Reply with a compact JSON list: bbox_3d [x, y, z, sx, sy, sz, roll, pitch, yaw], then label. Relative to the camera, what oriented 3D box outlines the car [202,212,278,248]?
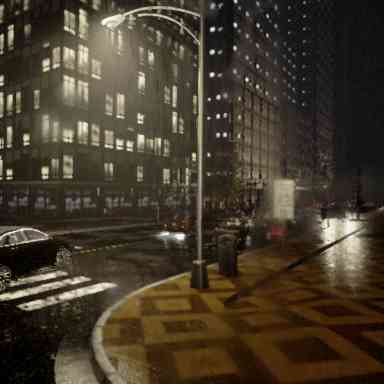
[{"bbox_3d":[2.678,1.951,17.086,2.008,1.369,4.403,0,-1,34],"label":"car"}]

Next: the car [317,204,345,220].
[{"bbox_3d":[15.233,2.286,35.837,1.947,1.339,4.313,0,-1,34],"label":"car"}]

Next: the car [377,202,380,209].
[{"bbox_3d":[34.228,2.762,63.859,1.947,1.339,4.313,0,-1,34],"label":"car"}]

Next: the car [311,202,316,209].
[{"bbox_3d":[24.126,2.625,63.892,1.802,1.307,4.206,0,-1,34],"label":"car"}]

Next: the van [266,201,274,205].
[{"bbox_3d":[11.467,2.067,45.219,1.690,1.788,3.998,0,-1,34],"label":"van"}]

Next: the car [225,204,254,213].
[{"bbox_3d":[5.137,2.006,35.879,1.967,1.590,4.097,0,-1,34],"label":"car"}]

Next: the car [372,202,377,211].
[{"bbox_3d":[31.063,2.558,59.190,1.967,1.590,4.097,0,-1,34],"label":"car"}]

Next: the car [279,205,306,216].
[{"bbox_3d":[12.903,2.331,42.608,1.895,1.301,4.718,1,0,35],"label":"car"}]

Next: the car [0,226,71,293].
[{"bbox_3d":[-5.301,1.720,9.578,2.128,1.511,4.902,0,0,7],"label":"car"}]

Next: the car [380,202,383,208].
[{"bbox_3d":[40.560,2.920,73.200,1.947,1.339,4.313,0,-1,34],"label":"car"}]

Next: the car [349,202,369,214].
[{"bbox_3d":[24.731,2.525,49.848,1.947,1.339,4.313,0,-1,34],"label":"car"}]

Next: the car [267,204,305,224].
[{"bbox_3d":[8.764,2.092,30.902,1.837,1.490,4.892,1,-1,34],"label":"car"}]

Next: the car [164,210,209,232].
[{"bbox_3d":[-0.080,1.965,23.549,1.994,1.385,4.181,1,0,34],"label":"car"}]

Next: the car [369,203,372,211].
[{"bbox_3d":[27.896,2.620,54.519,1.802,1.307,4.206,0,-1,34],"label":"car"}]

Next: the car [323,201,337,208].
[{"bbox_3d":[30.456,2.767,73.231,1.947,1.339,4.313,0,-1,34],"label":"car"}]

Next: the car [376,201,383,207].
[{"bbox_3d":[46.891,3.056,82.541,1.887,1.381,4.507,0,-1,34],"label":"car"}]

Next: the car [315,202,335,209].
[{"bbox_3d":[19.357,2.348,46.568,2.128,1.511,4.902,1,0,34],"label":"car"}]
